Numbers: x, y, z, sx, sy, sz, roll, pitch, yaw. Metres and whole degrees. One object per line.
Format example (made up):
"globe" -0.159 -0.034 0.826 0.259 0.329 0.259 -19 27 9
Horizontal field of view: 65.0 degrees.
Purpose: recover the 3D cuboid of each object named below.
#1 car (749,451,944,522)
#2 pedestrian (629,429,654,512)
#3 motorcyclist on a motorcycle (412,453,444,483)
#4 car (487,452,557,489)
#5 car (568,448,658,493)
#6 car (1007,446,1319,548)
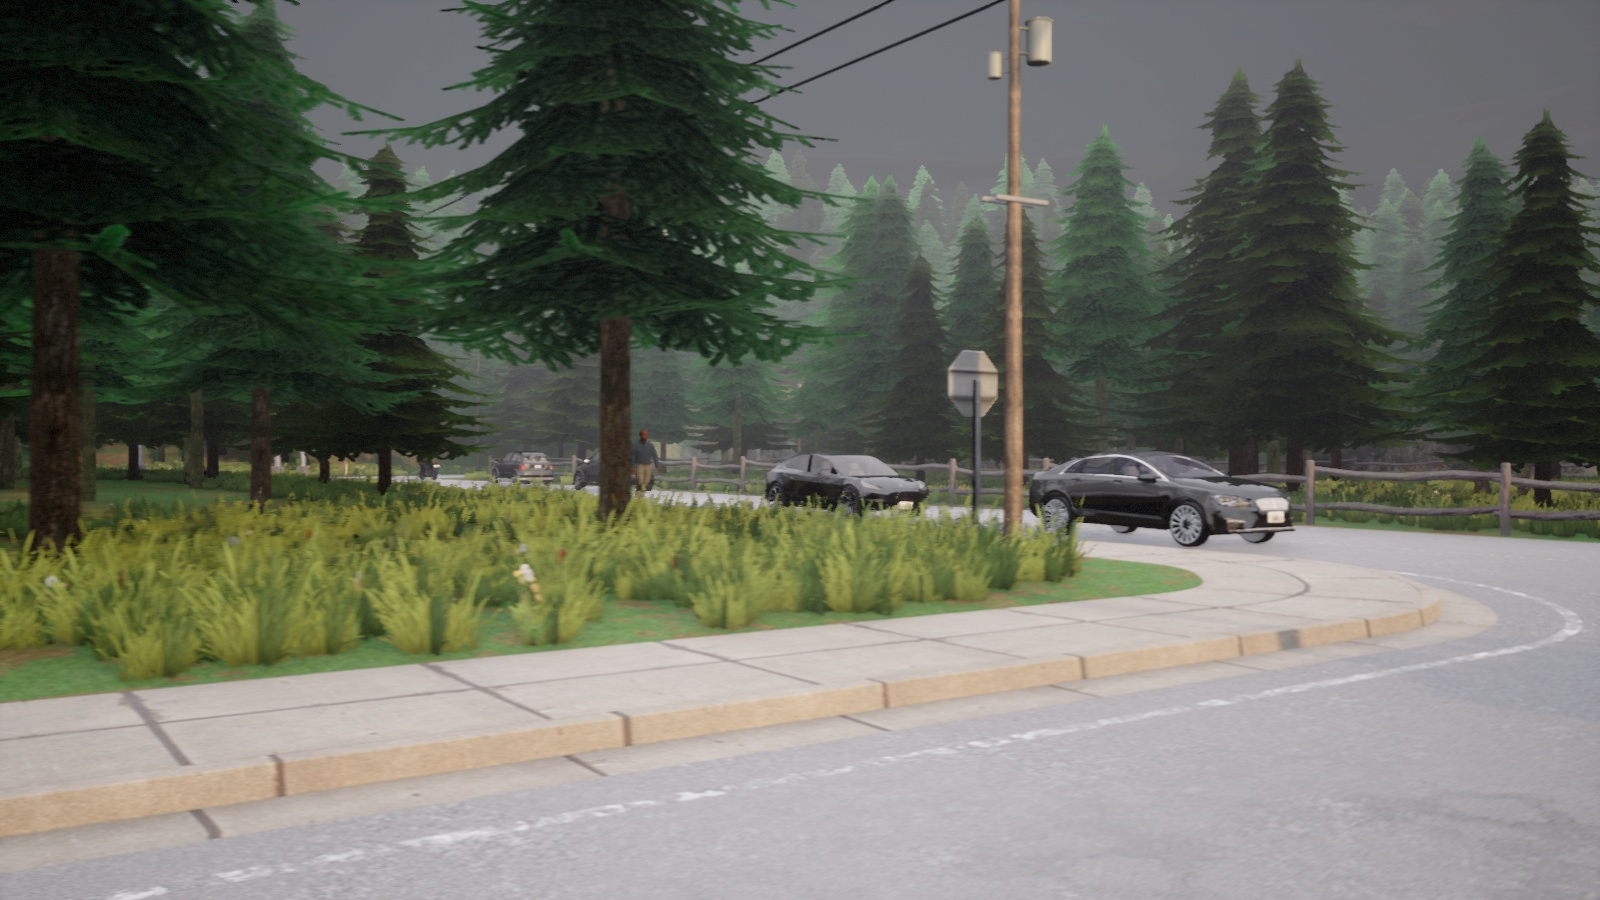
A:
"car" 0.965 0.780 29.172 2.163 1.488 4.792 0 0 -33
"pedestrian" -3.533 0.447 27.995 0.370 1.835 0.726 0 0 -22
"motorcyclist on a motorcycle" -19.215 0.901 64.845 0.797 1.523 2.044 -1 0 -42
"car" -12.268 0.862 55.367 1.789 1.549 3.705 0 0 -34
"car" -7.136 0.749 47.655 1.851 1.617 3.988 0 0 -34
"car" 5.958 0.706 21.264 2.128 1.511 4.902 0 0 -32
